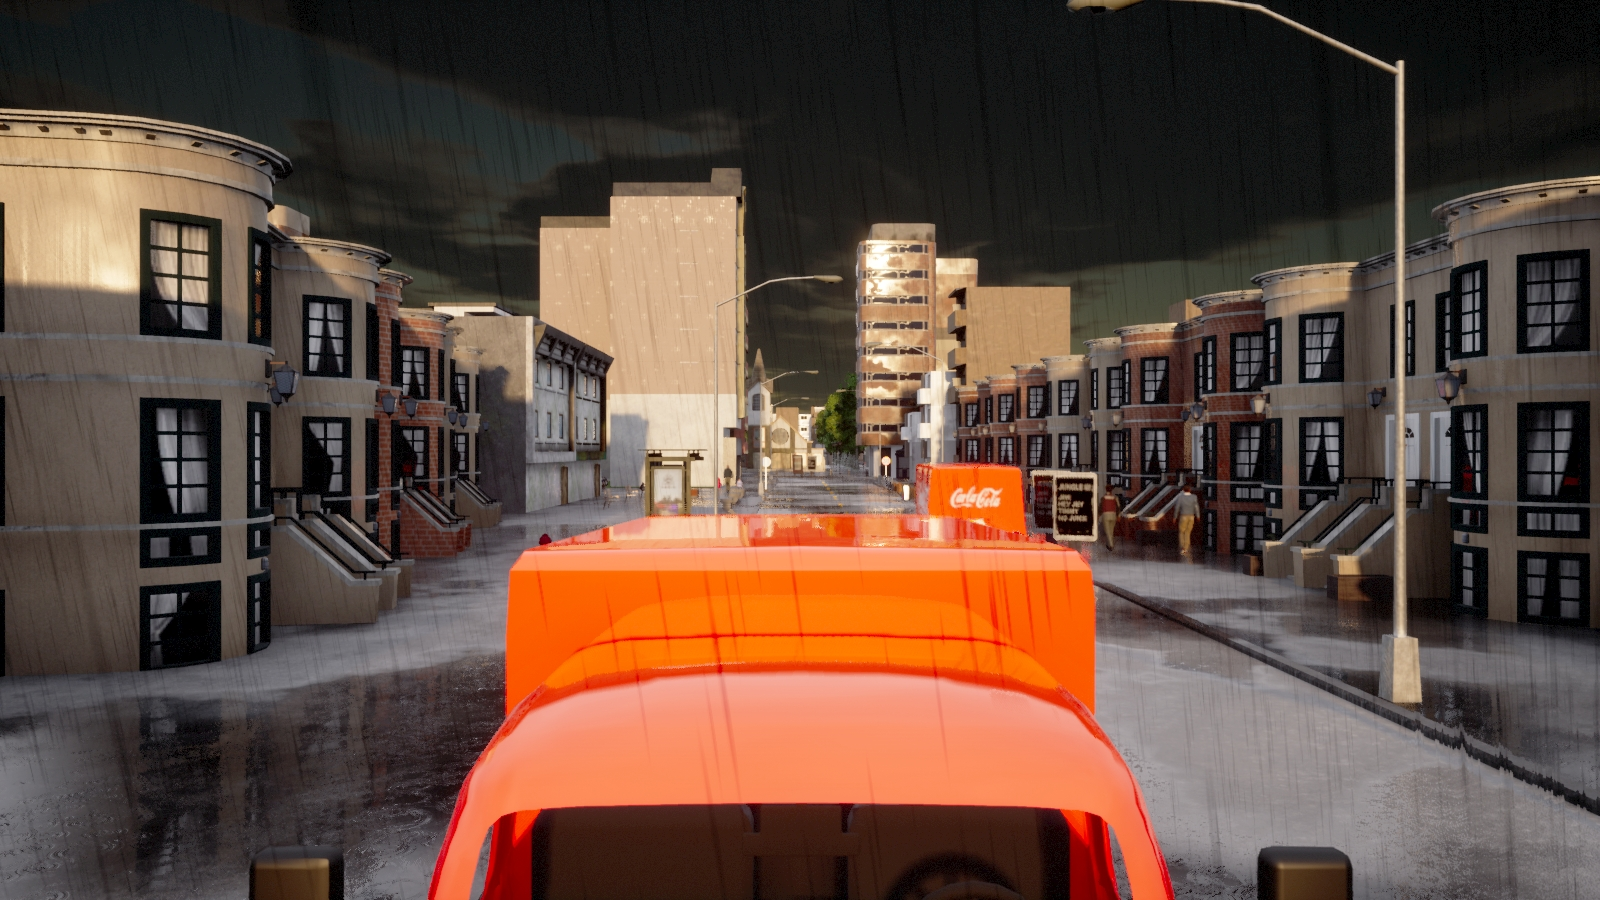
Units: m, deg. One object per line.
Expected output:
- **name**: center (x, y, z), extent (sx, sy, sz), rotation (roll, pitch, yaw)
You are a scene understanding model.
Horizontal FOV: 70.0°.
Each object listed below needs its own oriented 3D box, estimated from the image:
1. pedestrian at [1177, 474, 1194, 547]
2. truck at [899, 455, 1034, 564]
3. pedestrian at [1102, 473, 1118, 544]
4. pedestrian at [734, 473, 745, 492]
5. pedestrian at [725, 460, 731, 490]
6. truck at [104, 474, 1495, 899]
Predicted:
- **pedestrian**: center (9.827, 1.536, 29.151), extent (0.375, 1.860, 0.375), rotation (0, 0, 13)
- **truck**: center (4.003, 1.359, 28.527), extent (2.627, 2.467, 5.204), rotation (0, 0, 0)
- **pedestrian**: center (8.203, 1.536, 30.258), extent (0.375, 1.860, 0.375), rotation (0, 0, 8)
- **pedestrian**: center (-3.579, 1.932, 67.798), extent (0.500, 1.100, 0.500), rotation (0, 0, 13)
- **pedestrian**: center (-4.523, 1.552, 71.493), extent (0.375, 1.860, 0.375), rotation (0, 0, -3)
- **truck**: center (-0.001, 1.359, 4.755), extent (2.627, 2.467, 5.204), rotation (0, -1, 0)
